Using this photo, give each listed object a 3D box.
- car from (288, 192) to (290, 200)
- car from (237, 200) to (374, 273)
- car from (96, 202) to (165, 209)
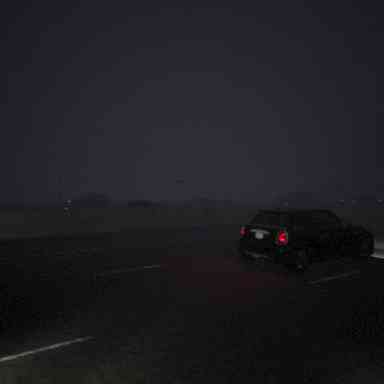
[{"bbox_3d":[12.582,0.893,39.574,5.566,2.045,2.150,1,0,-26],"label":"car"},{"bbox_3d":[3.694,1.262,10.531,4.553,1.767,2.097,0,1,-32],"label":"car"},{"bbox_3d":[-3.931,1.252,22.324,4.674,1.442,1.812,0,1,-33],"label":"car"}]
